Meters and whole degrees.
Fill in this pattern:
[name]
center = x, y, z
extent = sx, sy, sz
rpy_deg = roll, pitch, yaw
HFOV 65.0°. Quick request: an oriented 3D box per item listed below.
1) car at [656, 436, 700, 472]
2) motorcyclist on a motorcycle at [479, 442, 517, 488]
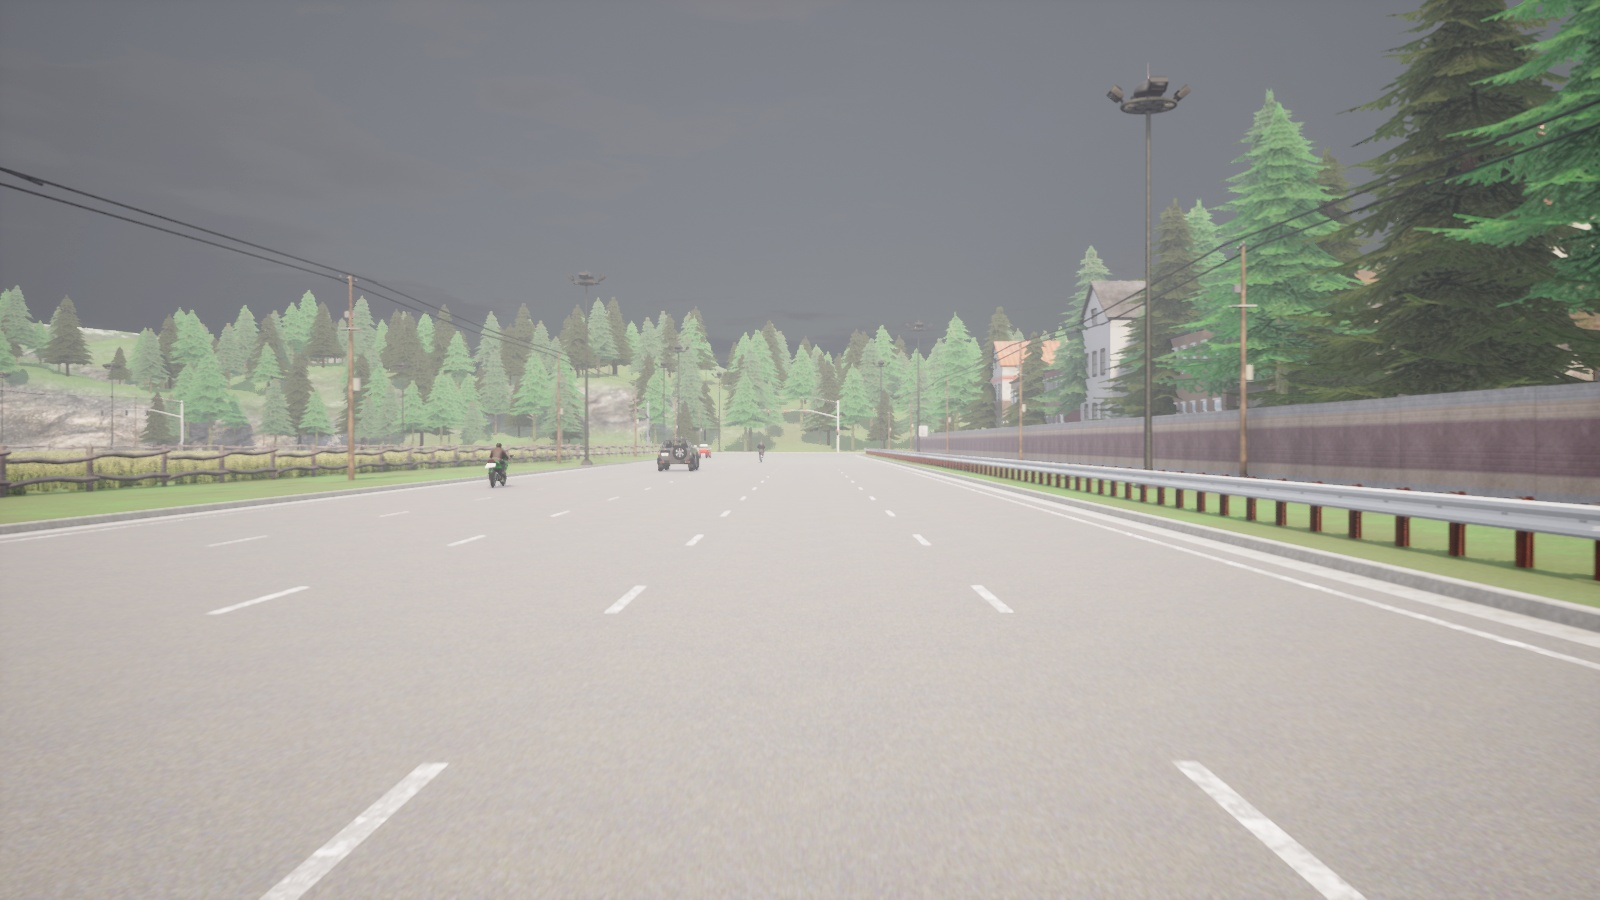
[car]
center = -6.595, 0.196, 68.448
extent = 1.932, 1.855, 4.605
rpy_deg = 0, 0, 0
[motorcyclist on a motorcycle]
center = -10.242, 0.495, 42.624
extent = 0.797, 1.523, 2.044
rpy_deg = 0, 0, 0
